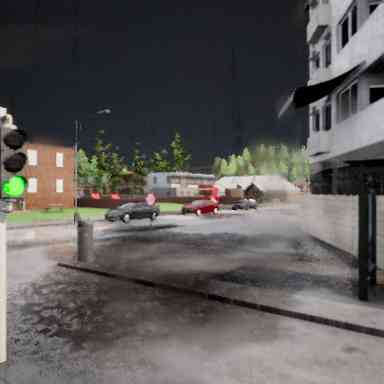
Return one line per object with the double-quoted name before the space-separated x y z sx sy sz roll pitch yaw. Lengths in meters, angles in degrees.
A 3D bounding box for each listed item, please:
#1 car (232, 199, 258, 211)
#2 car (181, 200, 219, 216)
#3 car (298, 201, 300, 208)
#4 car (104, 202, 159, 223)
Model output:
"car" 6.638 1.604 41.799 1.994 1.385 4.181 0 0 35
"car" 0.857 1.518 33.706 1.882 1.535 5.008 0 0 36
"car" 17.160 1.595 49.364 1.994 1.385 4.181 0 0 35
"car" -4.626 1.545 26.020 1.837 1.490 4.892 0 0 35
